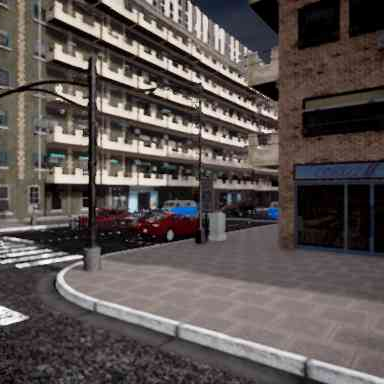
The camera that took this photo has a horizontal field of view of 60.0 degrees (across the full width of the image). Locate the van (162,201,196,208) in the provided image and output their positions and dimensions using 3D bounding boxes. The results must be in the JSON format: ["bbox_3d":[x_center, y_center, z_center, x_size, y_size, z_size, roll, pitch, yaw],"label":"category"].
[{"bbox_3d":[-1.226,1.731,32.505,1.690,1.788,3.998,-1,-1,36],"label":"van"}]

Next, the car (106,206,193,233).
[{"bbox_3d":[-2.484,1.839,20.984,2.033,1.411,5.357,0,-1,36],"label":"car"}]

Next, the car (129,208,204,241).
[{"bbox_3d":[-1.037,1.827,18.385,1.887,1.381,4.507,-1,-1,36],"label":"car"}]

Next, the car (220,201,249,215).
[{"bbox_3d":[5.363,1.954,41.768,1.967,1.590,4.097,-1,-1,36],"label":"car"}]

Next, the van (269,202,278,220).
[{"bbox_3d":[8.880,1.806,32.261,1.690,1.788,3.998,-1,-1,36],"label":"van"}]

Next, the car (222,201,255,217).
[{"bbox_3d":[5.377,1.955,37.290,1.882,1.535,5.008,0,0,36],"label":"car"}]

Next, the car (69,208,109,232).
[{"bbox_3d":[-5.718,1.800,21.796,1.812,1.442,4.674,0,0,36],"label":"car"}]
